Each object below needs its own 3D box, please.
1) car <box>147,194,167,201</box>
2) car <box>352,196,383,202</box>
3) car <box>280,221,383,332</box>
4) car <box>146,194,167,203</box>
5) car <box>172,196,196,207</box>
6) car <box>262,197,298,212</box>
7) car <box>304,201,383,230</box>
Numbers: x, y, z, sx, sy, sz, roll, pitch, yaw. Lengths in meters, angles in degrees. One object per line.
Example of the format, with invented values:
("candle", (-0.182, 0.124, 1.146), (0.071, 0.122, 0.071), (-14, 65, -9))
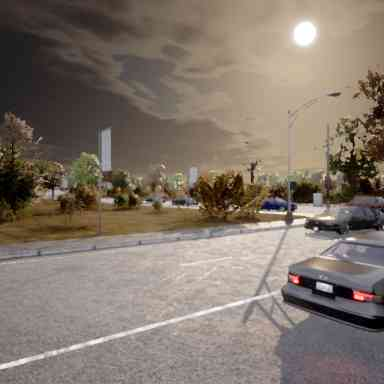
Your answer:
("car", (-7.741, 1.248, 73.374), (1.882, 1.535, 5.008), (-1, 0, -38))
("car", (17.187, 1.154, 31.198), (2.097, 1.767, 4.553), (-1, 0, -39))
("car", (4.103, 1.526, 6.695), (5.357, 1.411, 2.033), (0, 0, -36))
("car", (-6.506, 1.309, 60.583), (2.128, 1.511, 4.902), (-1, 0, -38))
("car", (-0.997, 1.343, 48.127), (1.837, 1.490, 4.892), (-1, 0, -39))
("car", (8.935, 1.309, 35.832), (1.882, 1.535, 5.008), (-1, 0, -40))
("car", (8.623, 1.455, 18.067), (5.357, 1.411, 2.033), (0, 0, -28))
